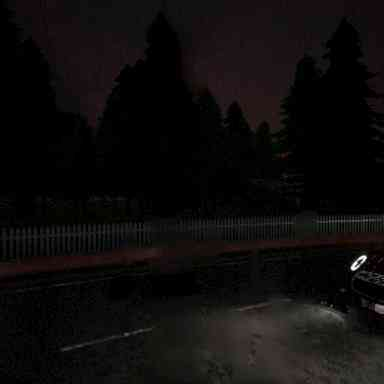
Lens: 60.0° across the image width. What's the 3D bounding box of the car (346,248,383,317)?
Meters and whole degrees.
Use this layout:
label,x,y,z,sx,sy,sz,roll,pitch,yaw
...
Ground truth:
label,x,y,z,sx,sy,sz,roll,pitch,yaw
car,5.215,1.352,6.321,4.553,1.767,2.097,0,0,-22
